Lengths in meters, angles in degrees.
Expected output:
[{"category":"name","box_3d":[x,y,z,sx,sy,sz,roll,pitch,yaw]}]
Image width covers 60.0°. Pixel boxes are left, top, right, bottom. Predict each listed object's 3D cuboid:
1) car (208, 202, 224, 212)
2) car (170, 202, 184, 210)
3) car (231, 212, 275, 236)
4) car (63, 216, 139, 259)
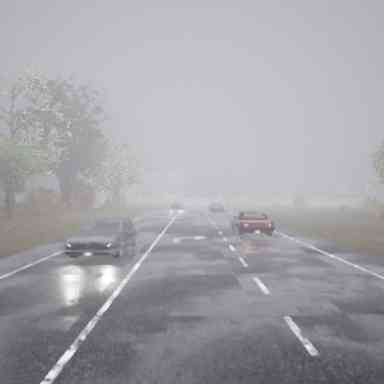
[{"category":"car","box_3d":[3.426,2.110,47.162,1.994,1.385,4.181,0,-1,0]},{"category":"car","box_3d":[-2.456,2.244,55.011,1.895,1.301,4.718,0,-1,7]},{"category":"car","box_3d":[3.469,1.830,19.907,1.895,1.301,4.718,0,-1,0]},{"category":"car","box_3d":[-3.416,1.711,13.673,2.033,1.411,5.357,0,-1,1]}]
